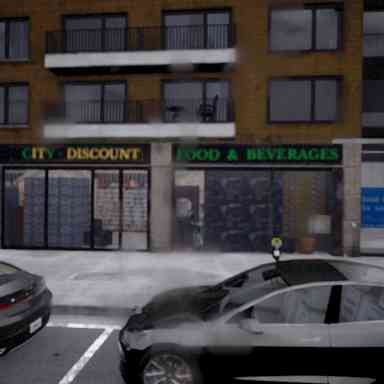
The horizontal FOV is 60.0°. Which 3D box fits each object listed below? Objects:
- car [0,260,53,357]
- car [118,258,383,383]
[{"bbox_3d":[-4.264,1.545,4.677,4.403,1.369,2.008,0,1,6],"label":"car"},{"bbox_3d":[1.293,1.565,4.108,4.313,1.339,1.947,0,1,6],"label":"car"}]
